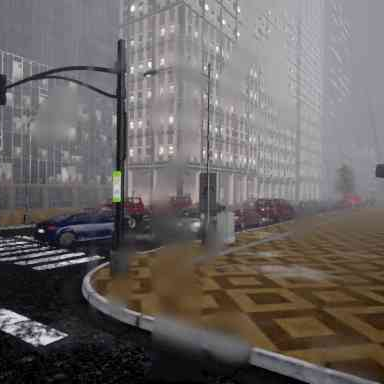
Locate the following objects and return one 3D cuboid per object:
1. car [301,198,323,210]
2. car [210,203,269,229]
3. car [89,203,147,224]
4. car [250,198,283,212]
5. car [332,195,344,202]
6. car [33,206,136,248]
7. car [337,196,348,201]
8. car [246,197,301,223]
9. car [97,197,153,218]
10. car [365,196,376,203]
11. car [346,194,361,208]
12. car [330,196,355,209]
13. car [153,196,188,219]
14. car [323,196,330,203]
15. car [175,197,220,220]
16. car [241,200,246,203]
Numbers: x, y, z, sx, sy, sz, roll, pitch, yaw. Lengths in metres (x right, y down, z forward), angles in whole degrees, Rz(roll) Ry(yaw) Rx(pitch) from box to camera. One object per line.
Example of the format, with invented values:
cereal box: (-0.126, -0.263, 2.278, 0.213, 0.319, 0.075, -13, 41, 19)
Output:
car: (15.243, 1.642, 43.606, 1.994, 1.385, 4.181, 1, 1, 35)
car: (3.223, 1.668, 22.038, 1.802, 1.307, 4.206, 1, 0, 35)
car: (-5.165, 1.595, 19.747, 1.895, 1.301, 4.718, 1, 1, 35)
car: (9.004, 1.517, 39.792, 2.128, 1.511, 4.902, 1, 1, 35)
car: (36.140, 1.570, 82.468, 1.752, 1.417, 4.829, 1, 1, 35)
car: (-4.967, 1.594, 15.313, 1.994, 1.385, 4.181, 1, 1, 39)
car: (39.424, 1.623, 87.115, 1.947, 1.339, 4.313, 1, 1, 35)
car: (6.712, 1.409, 26.966, 2.192, 1.841, 5.009, 1, 0, 35)
car: (-5.498, 1.274, 23.794, 2.192, 1.841, 5.009, 1, 0, 35)
car: (39.470, 1.598, 73.528, 1.967, 1.590, 4.097, 1, 1, 35)
car: (25.388, 1.365, 52.882, 2.150, 2.045, 5.566, 1, 1, 35)
car: (21.360, 1.655, 47.119, 1.812, 1.442, 4.674, 1, 1, 35)
car: (-1.843, 1.283, 28.964, 2.192, 1.841, 5.009, 1, 0, 35)
car: (29.832, 1.616, 73.548, 1.802, 1.307, 4.206, 1, 1, 35)
car: (1.022, 1.486, 28.524, 1.882, 1.535, 5.008, 1, 1, 35)
car: (7.658, 1.430, 42.293, 1.967, 1.590, 4.097, 1, 0, 35)
